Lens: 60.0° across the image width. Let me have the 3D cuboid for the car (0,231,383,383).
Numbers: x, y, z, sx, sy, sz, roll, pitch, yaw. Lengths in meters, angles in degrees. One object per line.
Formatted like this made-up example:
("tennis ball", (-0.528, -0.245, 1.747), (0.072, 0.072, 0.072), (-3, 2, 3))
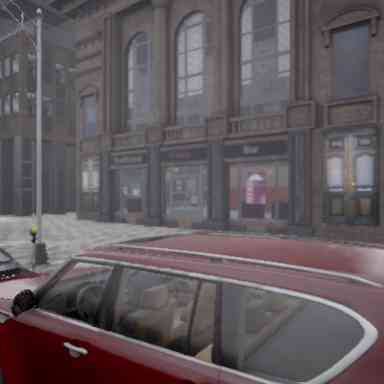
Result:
("car", (-0.209, 1.315, 3.111), (5.009, 1.841, 2.192), (0, 0, 35))
